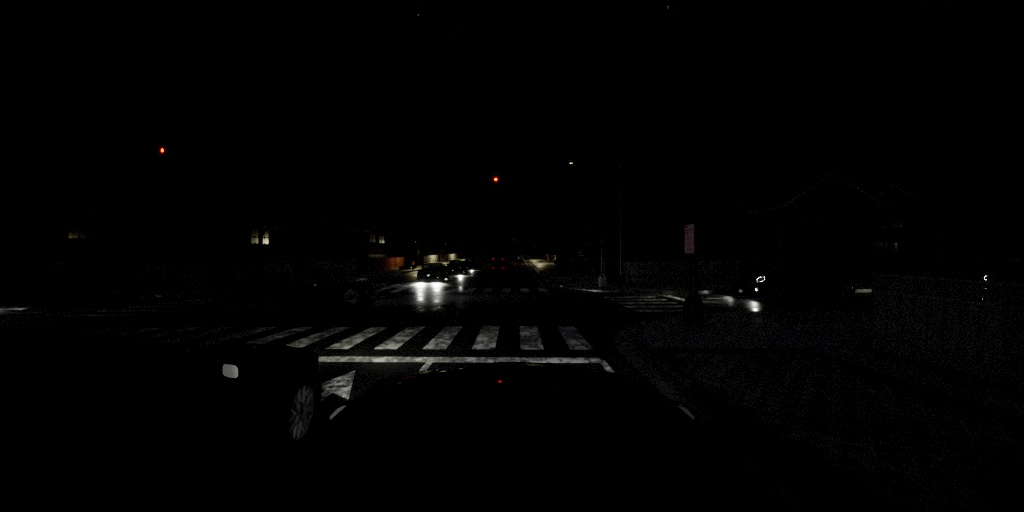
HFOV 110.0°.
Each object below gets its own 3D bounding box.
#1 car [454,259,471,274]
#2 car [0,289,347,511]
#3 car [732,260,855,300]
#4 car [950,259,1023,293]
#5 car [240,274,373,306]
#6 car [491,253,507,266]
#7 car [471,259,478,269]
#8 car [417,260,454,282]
[{"bbox_3d":[-5.975,1.167,38.764,1.812,1.442,4.674,0,0,1],"label":"car"},{"bbox_3d":[-3.153,1.228,2.180,1.882,1.535,5.008,0,0,1],"label":"car"},{"bbox_3d":[12.642,0.995,16.342,4.553,1.767,2.097,0,0,-1],"label":"car"},{"bbox_3d":[22.716,0.915,16.446,4.553,1.767,2.097,0,0,0],"label":"car"},{"bbox_3d":[-8.397,1.412,15.079,4.718,1.301,1.895,0,0,-20],"label":"car"},{"bbox_3d":[-2.181,0.570,59.095,2.150,2.045,5.566,0,1,1],"label":"car"},{"bbox_3d":[-5.780,1.062,49.407,2.033,1.411,5.357,0,1,2],"label":"car"},{"bbox_3d":[-6.144,1.252,28.471,1.994,1.385,4.181,0,0,1],"label":"car"}]
